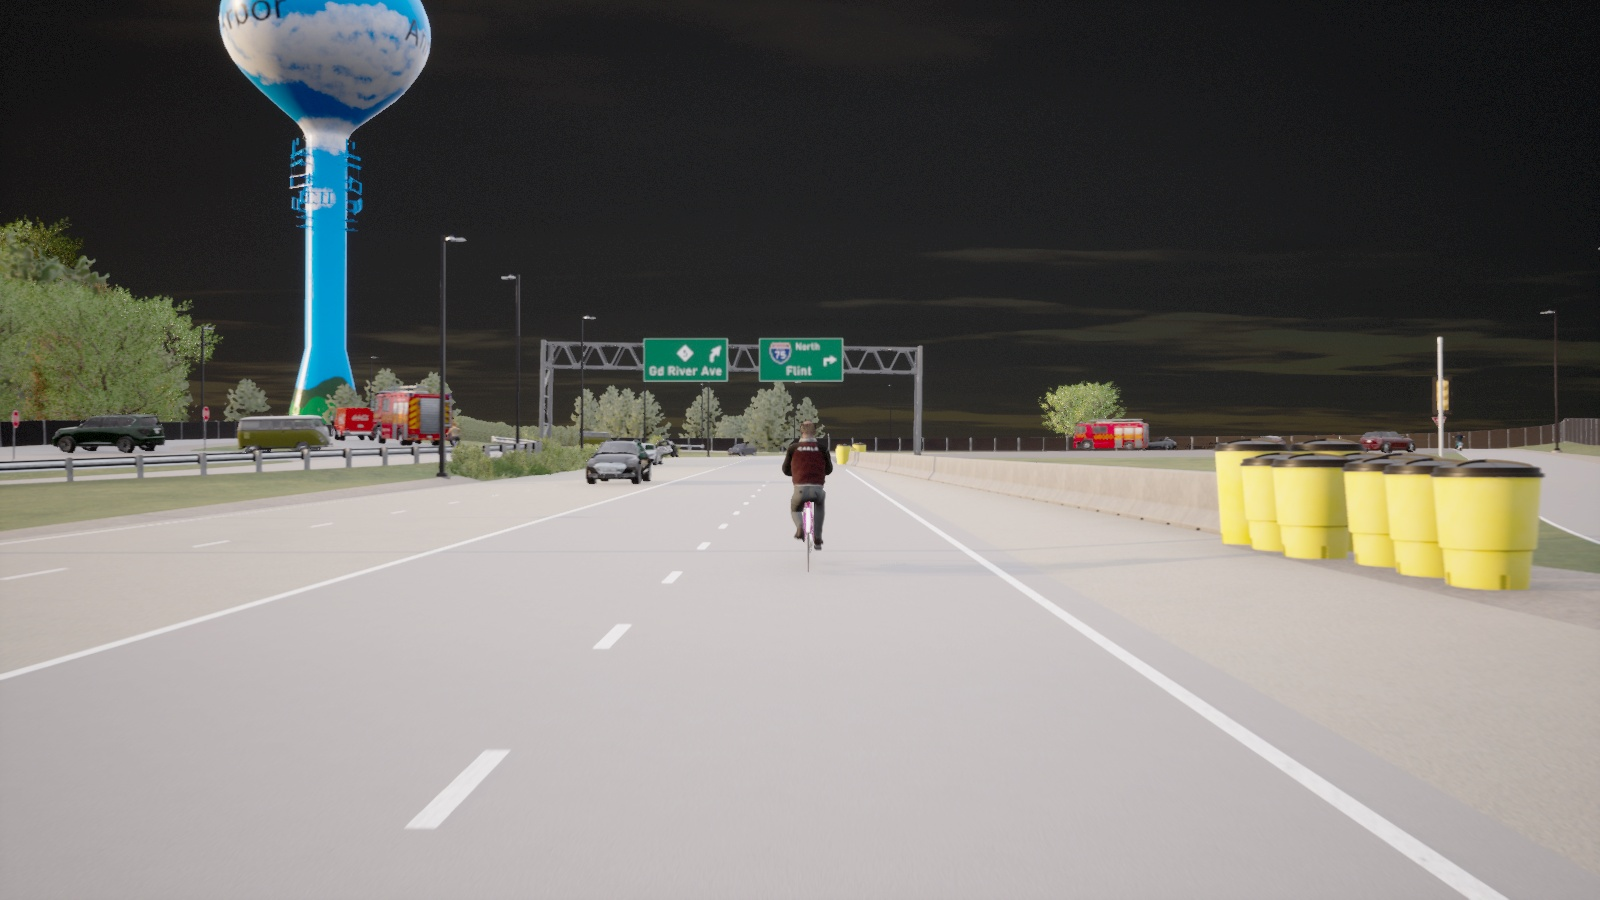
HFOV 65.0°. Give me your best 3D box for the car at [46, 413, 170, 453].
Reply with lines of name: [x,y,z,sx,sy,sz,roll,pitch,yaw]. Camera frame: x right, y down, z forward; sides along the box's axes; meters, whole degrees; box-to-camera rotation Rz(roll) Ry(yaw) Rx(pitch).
car: [-37.113,-0.945,67.422,5.566,2.045,2.150,0,3,5]

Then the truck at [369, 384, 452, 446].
truck: [-25.788,-2.302,82.800,2.891,3.827,8.468,0,1,-34]

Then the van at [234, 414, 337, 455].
van: [-26.074,-0.790,63.699,4.442,1.987,1.775,-1,2,1]

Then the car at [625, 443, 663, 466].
car: [-10.044,0.270,81.228,1.812,1.442,4.674,0,0,0]

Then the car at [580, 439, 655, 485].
car: [-6.727,0.412,46.785,2.033,1.649,4.856,0,0,0]

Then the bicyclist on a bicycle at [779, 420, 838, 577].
bicyclist on a bicycle: [0.099,0.538,15.119,0.659,1.776,1.843,0,0,0]
